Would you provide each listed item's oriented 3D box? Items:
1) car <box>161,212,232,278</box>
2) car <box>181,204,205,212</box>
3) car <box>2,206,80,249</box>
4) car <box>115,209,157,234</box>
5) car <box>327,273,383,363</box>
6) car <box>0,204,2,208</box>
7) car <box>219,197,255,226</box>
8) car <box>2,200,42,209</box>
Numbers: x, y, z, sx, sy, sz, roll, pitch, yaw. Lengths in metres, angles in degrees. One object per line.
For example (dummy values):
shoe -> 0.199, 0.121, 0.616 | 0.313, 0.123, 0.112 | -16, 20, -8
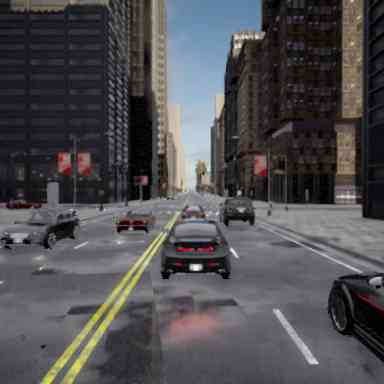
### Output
car -> 0.099, 1.577, 10.350 | 1.837, 1.490, 4.892 | 0, -1, 0
car -> 0.097, 1.711, 26.539 | 1.812, 1.442, 4.674 | 0, 0, 0
car -> -6.601, 1.599, 15.076 | 2.128, 1.511, 4.902 | 0, -1, 0
car -> -3.349, 1.745, 20.476 | 1.895, 1.301, 4.718 | 0, 0, 0
car -> 3.351, 1.594, 4.128 | 1.994, 1.385, 4.181 | 0, 0, 0
car -> -28.240, 1.660, 45.250 | 4.829, 1.417, 1.752 | 0, 0, 0
car -> 3.348, 1.398, 25.236 | 2.150, 2.045, 5.566 | 0, 0, 0
car -> -22.785, 1.723, 45.283 | 4.507, 1.381, 1.887 | 0, 0, 0
